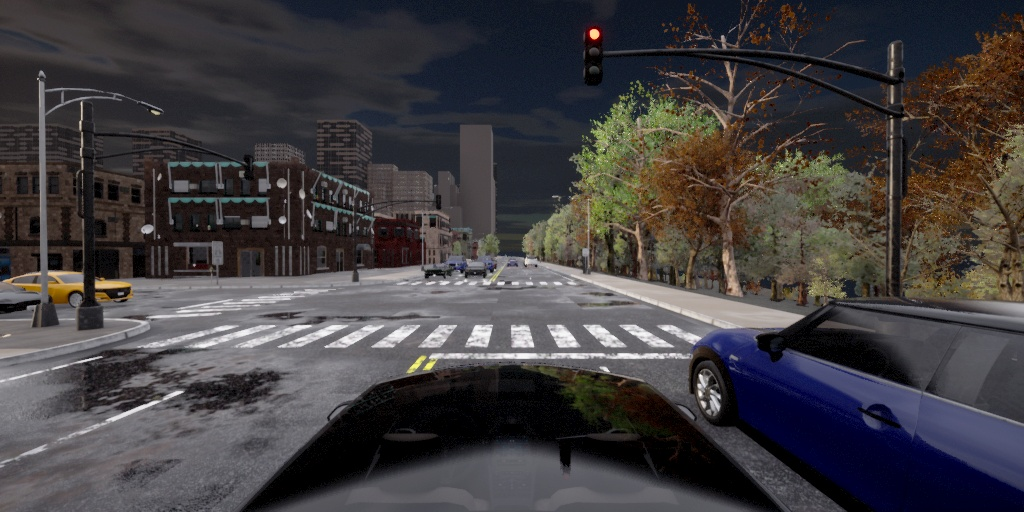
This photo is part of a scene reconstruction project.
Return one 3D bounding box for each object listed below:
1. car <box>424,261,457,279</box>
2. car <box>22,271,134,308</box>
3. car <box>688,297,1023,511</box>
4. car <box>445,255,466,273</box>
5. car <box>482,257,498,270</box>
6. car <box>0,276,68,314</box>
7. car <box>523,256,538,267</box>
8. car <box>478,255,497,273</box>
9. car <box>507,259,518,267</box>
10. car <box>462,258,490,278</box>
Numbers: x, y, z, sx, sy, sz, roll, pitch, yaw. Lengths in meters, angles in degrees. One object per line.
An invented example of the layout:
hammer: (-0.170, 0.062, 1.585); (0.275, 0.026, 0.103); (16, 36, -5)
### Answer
car: (-6.599, 1.340, 32.733); (1.895, 1.301, 4.718); (0, 0, 0)
car: (-20.009, 1.449, 16.002); (5.008, 1.535, 1.882); (-1, 1, -1)
car: (3.351, 1.102, 2.850); (2.097, 1.767, 4.553); (0, 0, 0)
car: (-6.581, 0.956, 42.491); (2.150, 2.045, 5.566); (0, 0, 0)
car: (-3.329, 1.080, 54.267); (2.097, 1.767, 4.553); (0, 0, 0)
car: (-19.946, 1.564, 13.307); (4.313, 1.339, 1.948); (0, 0, 0)
car: (3.355, 0.945, 63.657); (2.150, 2.045, 5.566); (0, 0, 0)
car: (-3.339, 0.955, 43.996); (2.150, 2.045, 5.566); (0, 0, 0)
car: (0.102, 1.249, 64.506); (1.812, 1.442, 4.674); (0, 0, 0)
car: (-3.345, 1.216, 33.964); (1.882, 1.535, 5.008); (0, 0, -2)
